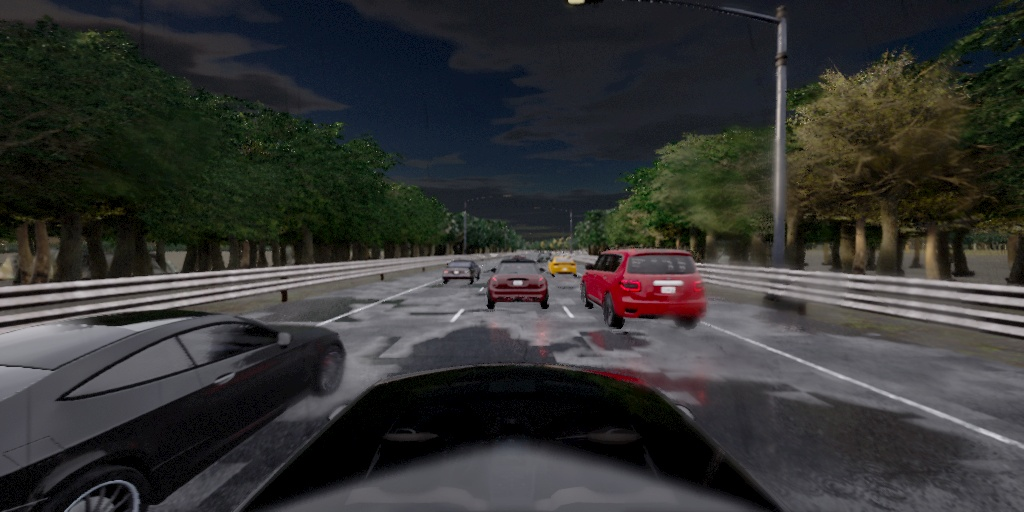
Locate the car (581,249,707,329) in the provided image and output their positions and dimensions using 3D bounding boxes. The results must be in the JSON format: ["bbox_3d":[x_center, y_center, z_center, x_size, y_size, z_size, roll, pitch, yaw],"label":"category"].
[{"bbox_3d":[3.572,0.814,10.780,2.150,2.045,5.566,0,1,1],"label":"car"}]

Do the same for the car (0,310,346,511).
[{"bbox_3d":[-3.391,1.244,3.425,1.812,1.442,4.674,0,1,0],"label":"car"}]

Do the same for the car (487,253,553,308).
[{"bbox_3d":[0.228,0.889,14.037,2.097,1.767,4.553,0,1,1],"label":"car"}]

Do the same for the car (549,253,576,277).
[{"bbox_3d":[3.958,0.791,28.764,1.882,1.535,5.008,0,1,2],"label":"car"}]

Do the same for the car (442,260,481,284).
[{"bbox_3d":[-3.106,0.944,22.914,2.033,1.411,5.357,0,1,1],"label":"car"}]
